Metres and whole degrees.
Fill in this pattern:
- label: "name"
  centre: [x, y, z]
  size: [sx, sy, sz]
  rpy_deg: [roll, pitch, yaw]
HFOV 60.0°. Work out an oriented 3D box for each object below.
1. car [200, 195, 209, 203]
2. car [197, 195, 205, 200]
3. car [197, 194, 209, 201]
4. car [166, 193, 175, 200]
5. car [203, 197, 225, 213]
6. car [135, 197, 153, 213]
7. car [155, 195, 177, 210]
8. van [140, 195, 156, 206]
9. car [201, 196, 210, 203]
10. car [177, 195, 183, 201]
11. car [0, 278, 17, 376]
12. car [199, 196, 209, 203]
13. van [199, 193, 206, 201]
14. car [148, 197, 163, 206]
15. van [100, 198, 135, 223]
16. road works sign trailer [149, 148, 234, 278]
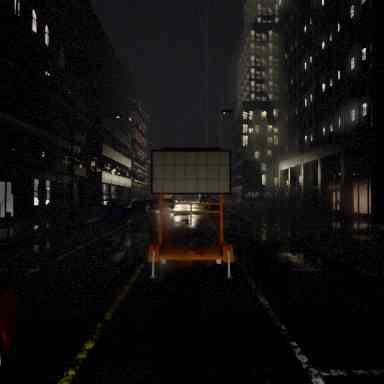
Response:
- label: "car"
  centre: [2.586, 1.519, 47.910]
  size: [1.887, 1.381, 4.507]
  rpy_deg: [1, 0, 0]
- label: "car"
  centre: [2.462, 1.474, 87.796]
  size: [1.947, 1.339, 4.313]
  rpy_deg: [1, 0, 0]
- label: "car"
  centre: [2.547, 1.264, 65.005]
  size: [2.192, 1.841, 5.009]
  rpy_deg: [1, 0, 0]
- label: "car"
  centre: [-5.904, 1.212, 93.594]
  size: [2.192, 1.841, 5.009]
  rpy_deg: [1, 0, 0]
- label: "car"
  centre: [2.614, 1.537, 36.514]
  size: [2.008, 1.369, 4.403]
  rpy_deg: [1, 0, 0]
- label: "car"
  centre: [-5.767, 1.552, 36.610]
  size: [1.947, 1.339, 4.313]
  rpy_deg: [1, 0, 0]
- label: "car"
  centre: [-3.204, 1.507, 42.229]
  size: [1.812, 1.442, 4.674]
  rpy_deg: [0, 0, 0]
- label: "van"
  centre: [-5.777, 1.322, 42.307]
  size: [1.690, 1.788, 3.998]
  rpy_deg: [1, 0, 0]
- label: "car"
  centre: [2.600, 1.532, 42.212]
  size: [2.008, 1.369, 4.403]
  rpy_deg: [1, 0, 0]
- label: "car"
  centre: [-3.209, 1.481, 83.500]
  size: [1.994, 1.385, 4.181]
  rpy_deg: [0, 0, 0]
- label: "car"
  centre: [-3.105, 1.478, 2.082]
  size: [1.882, 1.535, 5.008]
  rpy_deg: [0, 0, 0]
- label: "car"
  centre: [2.528, 1.491, 70.702]
  size: [2.008, 1.369, 4.403]
  rpy_deg: [1, 0, 0]
- label: "van"
  centre: [2.514, 1.261, 82.098]
  size: [1.690, 1.788, 3.998]
  rpy_deg: [1, 0, 0]
- label: "car"
  centre: [-5.809, 1.518, 53.705]
  size: [2.008, 1.369, 4.403]
  rpy_deg: [1, 0, 0]
- label: "van"
  centre: [-5.735, 1.335, 25.209]
  size: [1.690, 1.788, 3.998]
  rpy_deg: [1, 0, 0]
- label: "road works sign trailer"
  centre: [-0.025, 0.465, 10.128]
  size: [2.380, 3.560, 2.880]
  rpy_deg: [0, 0, 0]
